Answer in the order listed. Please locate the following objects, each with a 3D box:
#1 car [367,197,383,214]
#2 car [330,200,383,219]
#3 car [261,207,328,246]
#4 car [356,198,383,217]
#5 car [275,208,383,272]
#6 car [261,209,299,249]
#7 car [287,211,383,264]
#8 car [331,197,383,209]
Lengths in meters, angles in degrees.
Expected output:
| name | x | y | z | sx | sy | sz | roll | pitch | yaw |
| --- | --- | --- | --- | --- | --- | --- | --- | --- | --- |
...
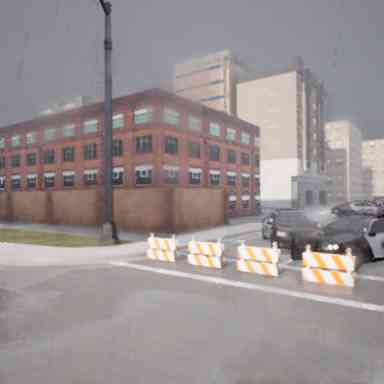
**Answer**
| name | x | y | z | sx | sy | sz | roll | pitch | yaw |
| --- | --- | --- | --- | --- | --- | --- | --- | --- | --- |
| car | 22.243 | 1.542 | 39.639 | 1.905 | 1.878 | 3.866 | -1 | 0 | 35 |
| car | 15.127 | 1.503 | 29.550 | 4.974 | 1.542 | 2.038 | 0 | 0 | -5 |
| car | 4.145 | 1.346 | 14.267 | 1.853 | 1.218 | 4.536 | -1 | 0 | 5 |
| car | 18.806 | 1.557 | 35.160 | 1.932 | 1.855 | 4.605 | -1 | 0 | 35 |
| car | 5.436 | 1.471 | 10.715 | 4.974 | 1.542 | 2.038 | 0 | 0 | -25 |
| car | 4.142 | 1.504 | 14.214 | 2.038 | 1.542 | 4.974 | -1 | 0 | 5 |
| car | 5.482 | 1.313 | 10.738 | 4.536 | 1.218 | 1.853 | 0 | 0 | -25 |
| car | 15.074 | 1.346 | 29.547 | 4.536 | 1.218 | 1.853 | 0 | 0 | -5 |
